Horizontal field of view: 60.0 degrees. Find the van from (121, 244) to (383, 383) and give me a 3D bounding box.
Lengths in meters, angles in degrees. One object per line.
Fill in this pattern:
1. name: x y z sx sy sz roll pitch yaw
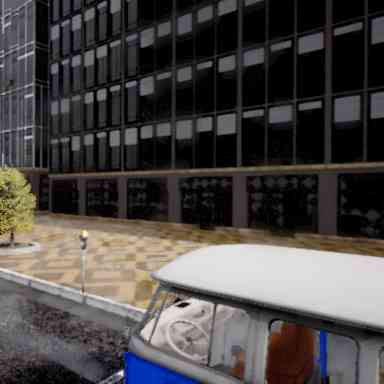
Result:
1. van: 1.317 1.342 1.933 3.998 1.788 1.690 0 0 36
